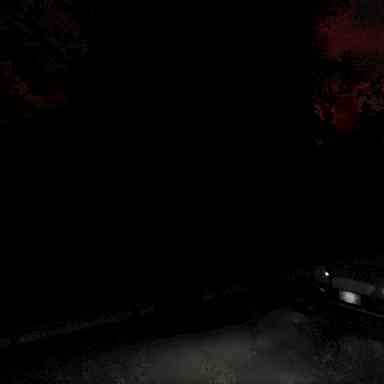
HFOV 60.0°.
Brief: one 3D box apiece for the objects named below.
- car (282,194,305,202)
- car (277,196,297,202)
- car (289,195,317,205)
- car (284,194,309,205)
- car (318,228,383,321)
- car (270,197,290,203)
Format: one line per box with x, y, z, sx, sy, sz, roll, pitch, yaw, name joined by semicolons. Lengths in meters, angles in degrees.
27.626;1.689;90.660;2.435;2.045;5.566;0;0;-36;car
25.324;1.948;89.055;2.231;1.521;4.892;0;0;-35;car
23.979;1.741;72.047;2.435;2.045;5.566;0;0;-36;car
21.814;1.756;70.499;2.435;2.045;5.566;0;0;-36;car
4.630;1.502;6.986;4.902;1.511;2.128;0;0;-36;car
23.033;1.985;87.448;2.163;1.488;4.792;0;0;-36;car
